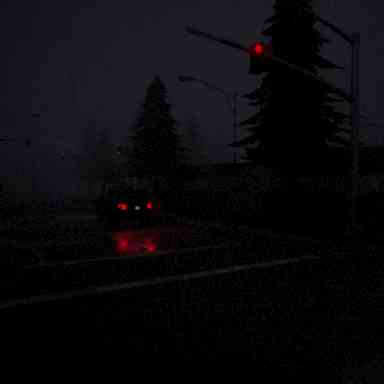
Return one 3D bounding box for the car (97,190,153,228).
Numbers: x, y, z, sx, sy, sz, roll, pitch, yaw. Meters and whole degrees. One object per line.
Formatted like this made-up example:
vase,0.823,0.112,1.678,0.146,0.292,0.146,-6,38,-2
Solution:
car,-4.136,0.871,19.997,2.150,2.045,5.566,-1,2,-28
